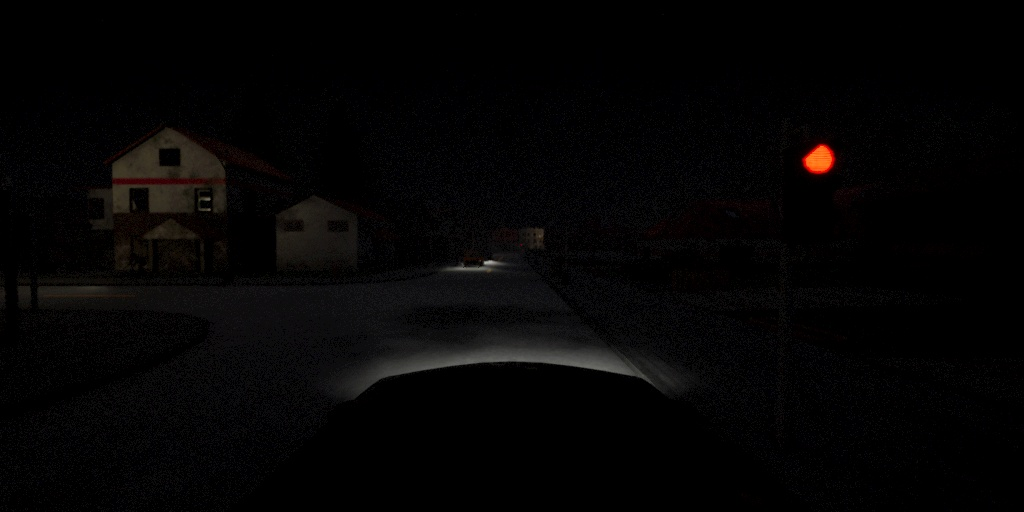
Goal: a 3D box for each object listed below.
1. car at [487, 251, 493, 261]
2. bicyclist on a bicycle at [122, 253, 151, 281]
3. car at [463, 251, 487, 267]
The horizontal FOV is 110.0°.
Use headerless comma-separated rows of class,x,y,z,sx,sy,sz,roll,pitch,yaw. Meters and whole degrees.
car,-4.020,-0.039,56.752,2.128,1.511,4.902,0,1,1
bicyclist on a bicycle,-22.538,0.637,21.545,0.582,1.620,1.656,0,2,0
car,-4.077,0.364,38.824,1.882,1.535,5.008,0,1,0
